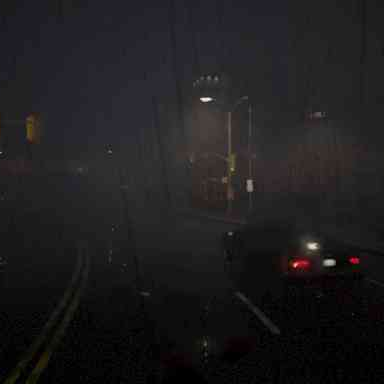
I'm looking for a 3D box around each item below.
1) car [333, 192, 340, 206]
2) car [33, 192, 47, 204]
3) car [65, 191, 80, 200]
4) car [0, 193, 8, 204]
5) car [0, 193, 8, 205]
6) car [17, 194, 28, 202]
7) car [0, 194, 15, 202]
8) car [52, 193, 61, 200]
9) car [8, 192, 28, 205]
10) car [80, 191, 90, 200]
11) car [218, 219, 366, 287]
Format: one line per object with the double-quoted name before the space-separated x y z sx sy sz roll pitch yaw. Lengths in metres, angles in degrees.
"car" 18.283 1.024 39.553 1.816 1.474 4.193 -1 0 -25
"car" -26.087 1.262 57.214 1.812 1.442 4.674 0 0 -24
"car" -29.521 0.801 81.915 2.150 2.045 5.566 0 0 -24
"car" -33.997 1.122 58.887 2.185 1.767 4.553 -1 0 -25
"car" -31.217 1.274 53.094 2.097 1.535 5.008 -1 0 -25
"car" -35.631 1.199 69.862 1.837 1.490 4.892 0 0 -24
"car" -38.412 1.204 68.717 2.231 1.521 4.892 0 0 -15
"car" -32.875 1.198 80.856 1.895 1.301 4.718 0 0 -24
"car" -29.264 0.986 55.738 2.150 2.045 5.566 -1 0 -24
"car" -27.807 1.138 85.851 1.895 1.301 4.718 -1 0 -25
"car" 2.283 1.469 9.205 2.033 1.411 5.357 0 0 -12
